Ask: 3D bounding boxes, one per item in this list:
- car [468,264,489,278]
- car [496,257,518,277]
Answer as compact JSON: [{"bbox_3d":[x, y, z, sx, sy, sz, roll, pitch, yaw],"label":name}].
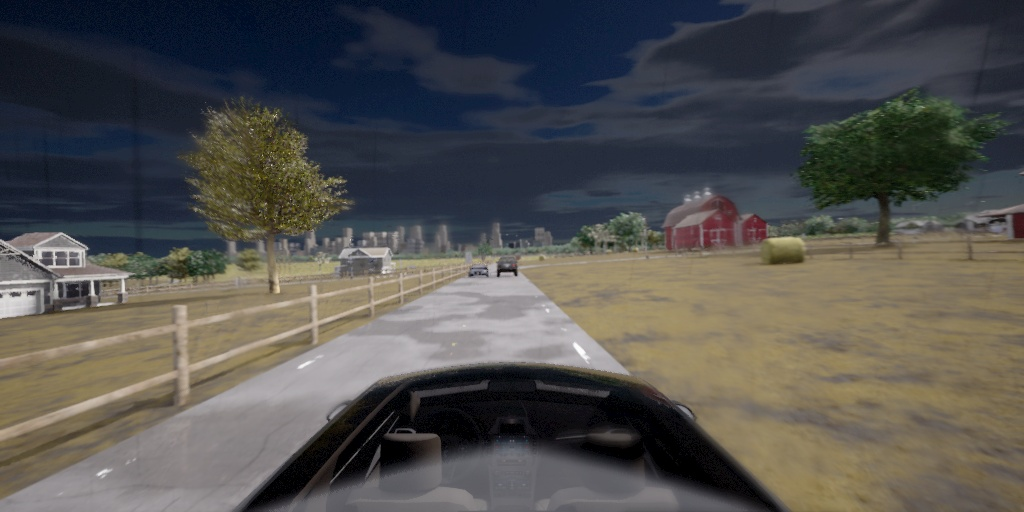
[{"bbox_3d":[-3.406,1.532,37.359,1.994,1.385,4.181,-2,0,-1],"label":"car"},{"bbox_3d":[-0.513,1.103,38.512,2.150,2.045,5.566,-2,0,-1],"label":"car"}]
